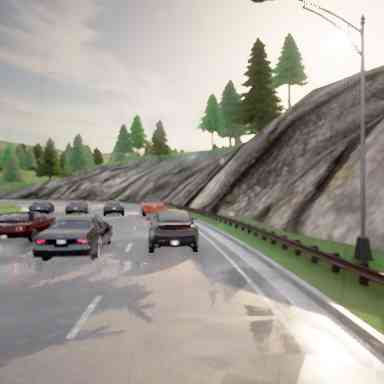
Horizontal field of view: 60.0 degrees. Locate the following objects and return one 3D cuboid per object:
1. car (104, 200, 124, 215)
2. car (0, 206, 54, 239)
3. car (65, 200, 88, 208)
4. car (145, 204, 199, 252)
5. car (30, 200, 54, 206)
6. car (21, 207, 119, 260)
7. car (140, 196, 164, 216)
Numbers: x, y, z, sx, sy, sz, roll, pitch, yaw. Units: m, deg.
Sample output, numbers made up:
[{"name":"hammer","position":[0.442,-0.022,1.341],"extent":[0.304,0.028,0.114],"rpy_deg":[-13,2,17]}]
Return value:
[{"name":"car","position":[-7.758,1.505,32.962],"extent":[1.994,1.385,4.181],"rpy_deg":[0,0,-14]},{"name":"car","position":[-8.136,1.582,16.127],"extent":[1.895,1.301,4.718],"rpy_deg":[0,0,-8]},{"name":"car","position":[-11.390,1.513,33.079],"extent":[1.994,1.385,4.181],"rpy_deg":[0,0,-14]},{"name":"car","position":[-0.840,1.474,13.755],"extent":[1.837,1.490,4.892],"rpy_deg":[0,0,-6]},{"name":"car","position":[-15.175,1.520,33.610],"extent":[1.994,1.385,4.181],"rpy_deg":[0,0,-16]},{"name":"car","position":[-4.149,1.528,12.374],"extent":[2.033,1.411,5.357],"rpy_deg":[0,0,-6]},{"name":"car","position":[-3.796,1.287,31.508],"extent":[2.097,1.767,4.553],"rpy_deg":[0,0,-13]}]
